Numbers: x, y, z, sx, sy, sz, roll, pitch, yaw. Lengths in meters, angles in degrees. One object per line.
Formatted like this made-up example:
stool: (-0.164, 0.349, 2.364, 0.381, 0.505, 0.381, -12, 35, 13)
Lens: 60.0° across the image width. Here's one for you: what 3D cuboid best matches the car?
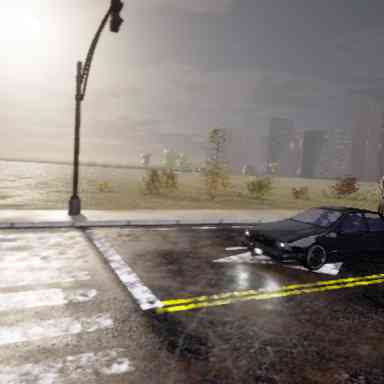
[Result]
car: (4.071, 1.130, 9.266, 5.357, 1.411, 2.033, 1, 4, -25)
